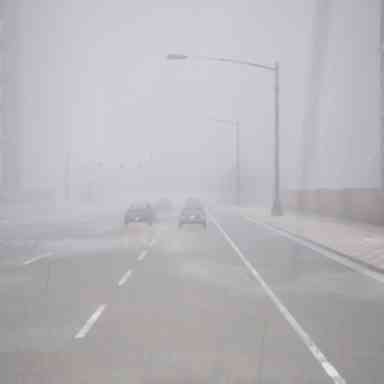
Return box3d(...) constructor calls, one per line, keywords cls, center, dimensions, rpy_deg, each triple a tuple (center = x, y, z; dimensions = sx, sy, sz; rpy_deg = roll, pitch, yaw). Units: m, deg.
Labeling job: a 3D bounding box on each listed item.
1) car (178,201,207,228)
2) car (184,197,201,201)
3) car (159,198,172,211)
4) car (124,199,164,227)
box3d(cls="car", center=(0.054, 1.560, 22.536), dimensions=(2.033, 1.411, 5.357), rpy_deg=(0, 0, 1))
box3d(cls="car", center=(0.066, 1.374, 40.446), dimensions=(2.097, 1.767, 4.553), rpy_deg=(0, 0, 0))
box3d(cls="car", center=(-3.433, 1.513, 40.476), dimensions=(2.128, 1.511, 4.902), rpy_deg=(0, 0, 0))
box3d(cls="car", center=(-3.445, 1.503, 23.120), dimensions=(2.128, 1.511, 4.902), rpy_deg=(0, 0, 0))
